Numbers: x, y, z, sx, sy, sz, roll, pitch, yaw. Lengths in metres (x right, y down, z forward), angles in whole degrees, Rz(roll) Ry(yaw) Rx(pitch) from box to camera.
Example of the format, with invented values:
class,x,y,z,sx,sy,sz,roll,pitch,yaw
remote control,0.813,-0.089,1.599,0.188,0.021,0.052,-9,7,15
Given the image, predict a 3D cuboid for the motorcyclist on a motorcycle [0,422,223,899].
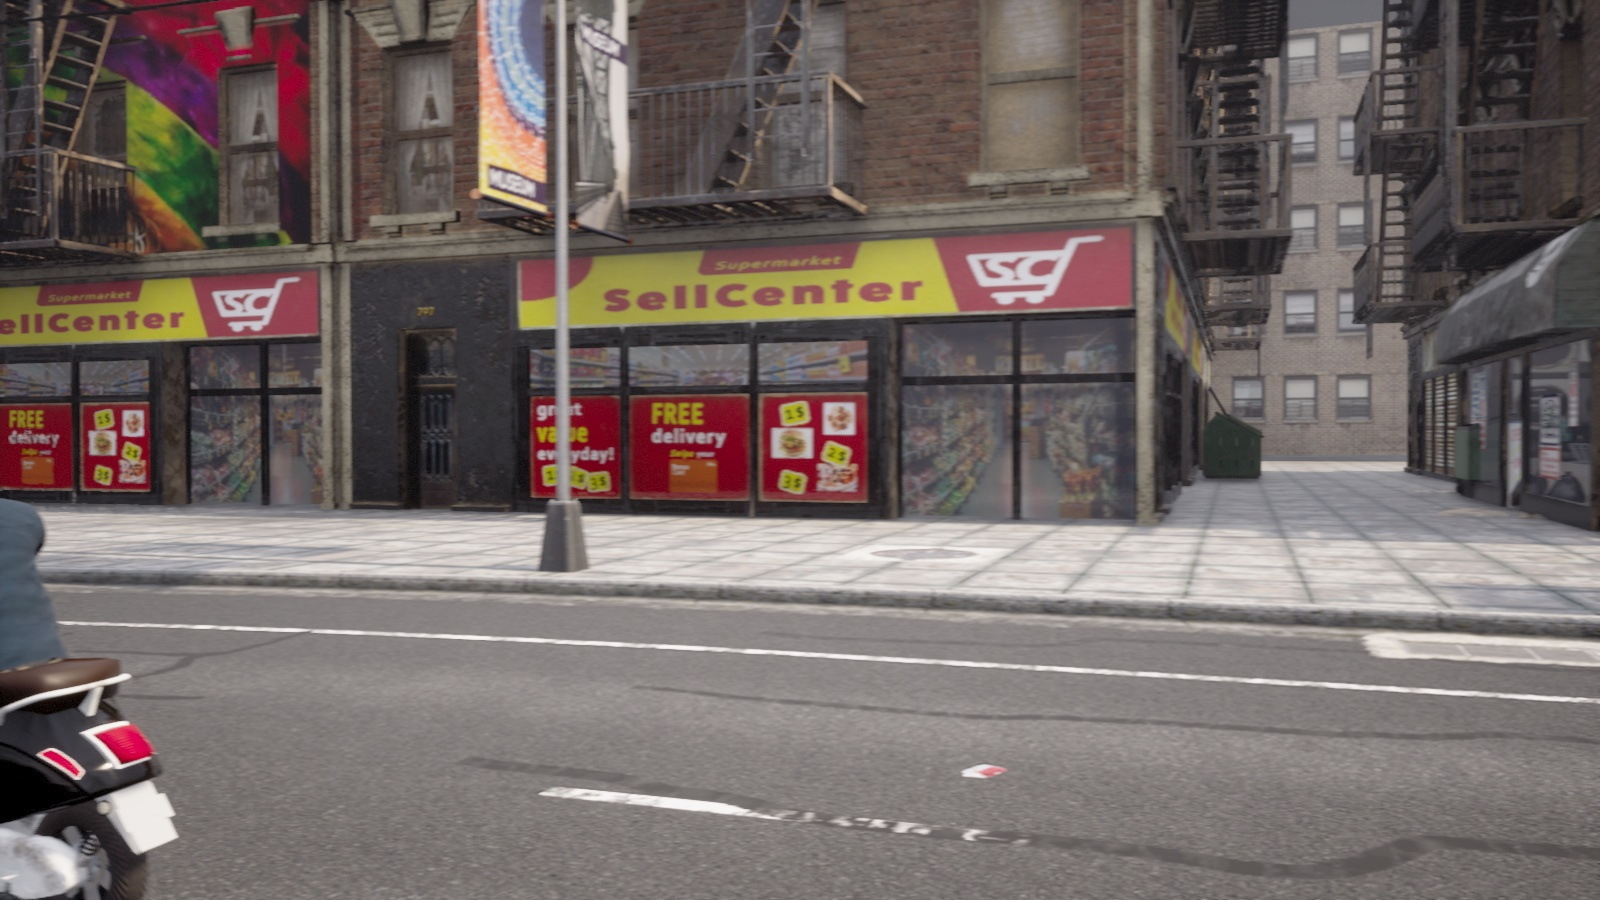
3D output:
class,x,y,z,sx,sy,sz,roll,pitch,yaw
motorcyclist on a motorcycle,-2.983,0.702,4.162,1.817,1.590,0.866,0,1,17
